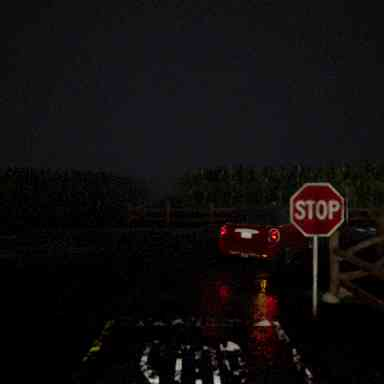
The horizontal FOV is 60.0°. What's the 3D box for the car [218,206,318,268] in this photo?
[{"bbox_3d":[2.735,1.246,11.358,2.097,1.767,4.553,1,1,33],"label":"car"}]
